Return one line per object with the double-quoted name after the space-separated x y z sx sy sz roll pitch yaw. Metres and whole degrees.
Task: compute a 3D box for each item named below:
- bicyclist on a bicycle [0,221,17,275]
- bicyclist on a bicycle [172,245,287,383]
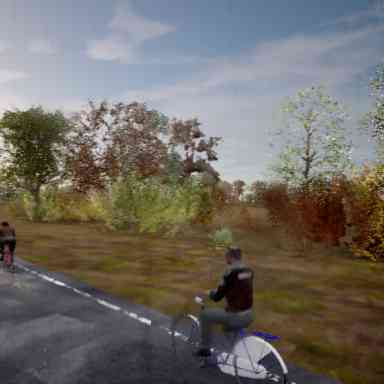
-5.933 1.770 10.623 0.582 1.620 1.656 3 -3 -44 "bicyclist on a bicycle"
0.351 1.538 4.189 0.659 1.776 1.843 3 -3 -44 "bicyclist on a bicycle"
